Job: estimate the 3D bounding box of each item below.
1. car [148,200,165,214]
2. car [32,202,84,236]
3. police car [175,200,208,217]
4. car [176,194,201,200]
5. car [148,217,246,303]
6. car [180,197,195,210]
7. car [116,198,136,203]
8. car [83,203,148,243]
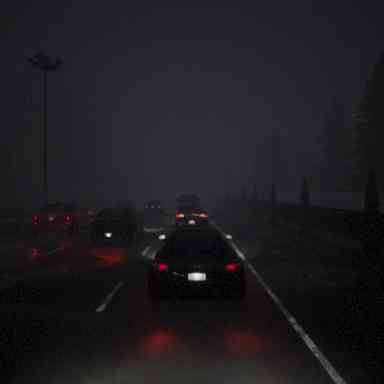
[{"bbox_3d":[-3.967,1.529,35.765,2.033,1.411,5.357,0,0,-1],"label":"car"},{"bbox_3d":[-7.012,1.342,18.590,2.097,1.767,4.553,0,0,-1],"label":"car"},{"bbox_3d":[-0.066,1.492,20.680,2.038,1.542,4.974,0,0,-1],"label":"police car"},{"bbox_3d":[-0.360,1.206,31.707,2.150,2.045,5.566,0,0,-2],"label":"car"},{"bbox_3d":[0.093,1.560,8.256,1.994,1.385,4.181,0,0,0],"label":"car"},{"bbox_3d":[-0.639,1.434,43.012,1.801,1.575,5.366,0,0,-1],"label":"car"},{"bbox_3d":[-7.517,1.473,37.853,2.128,1.511,4.902,0,0,-1],"label":"car"},{"bbox_3d":[-3.463,1.497,16.080,1.837,1.490,4.892,0,0,-1],"label":"car"}]
